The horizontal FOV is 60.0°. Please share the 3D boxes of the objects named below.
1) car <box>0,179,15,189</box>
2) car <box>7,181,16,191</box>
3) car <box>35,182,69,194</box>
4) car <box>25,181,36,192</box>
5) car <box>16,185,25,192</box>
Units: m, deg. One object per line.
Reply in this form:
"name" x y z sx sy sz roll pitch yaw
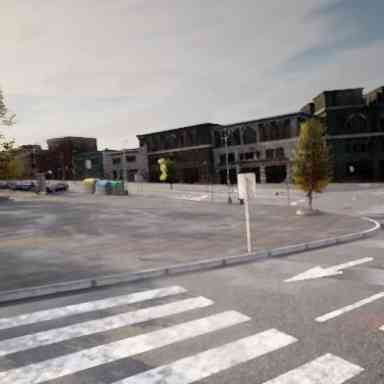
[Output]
"car" -35.060 -1.396 60.362 2.231 1.521 4.892 0 6 14
"car" -27.745 -1.056 55.379 2.097 1.535 5.008 1 6 16
"car" -20.578 -0.649 50.162 2.163 1.488 4.792 1 6 17
"car" -22.943 -0.810 51.946 2.231 1.521 4.892 1 6 17
"car" -25.344 -0.894 53.673 2.002 1.452 4.674 0 6 16
